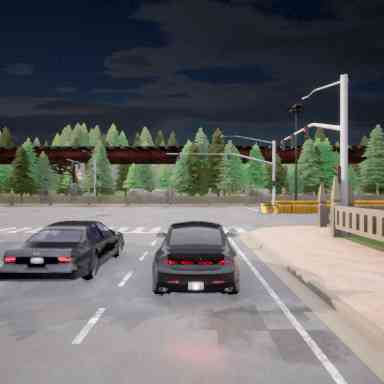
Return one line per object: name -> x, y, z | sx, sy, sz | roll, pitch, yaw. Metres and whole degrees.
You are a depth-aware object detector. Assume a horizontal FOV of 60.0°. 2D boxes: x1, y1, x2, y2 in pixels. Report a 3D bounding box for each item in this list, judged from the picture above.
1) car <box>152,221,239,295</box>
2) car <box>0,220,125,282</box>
car -> 0.101, 1.507, 8.680 | 1.837, 1.490, 4.892 | 0, 0, 1
car -> -3.386, 1.549, 9.805 | 2.033, 1.411, 5.357 | 0, 0, 0
